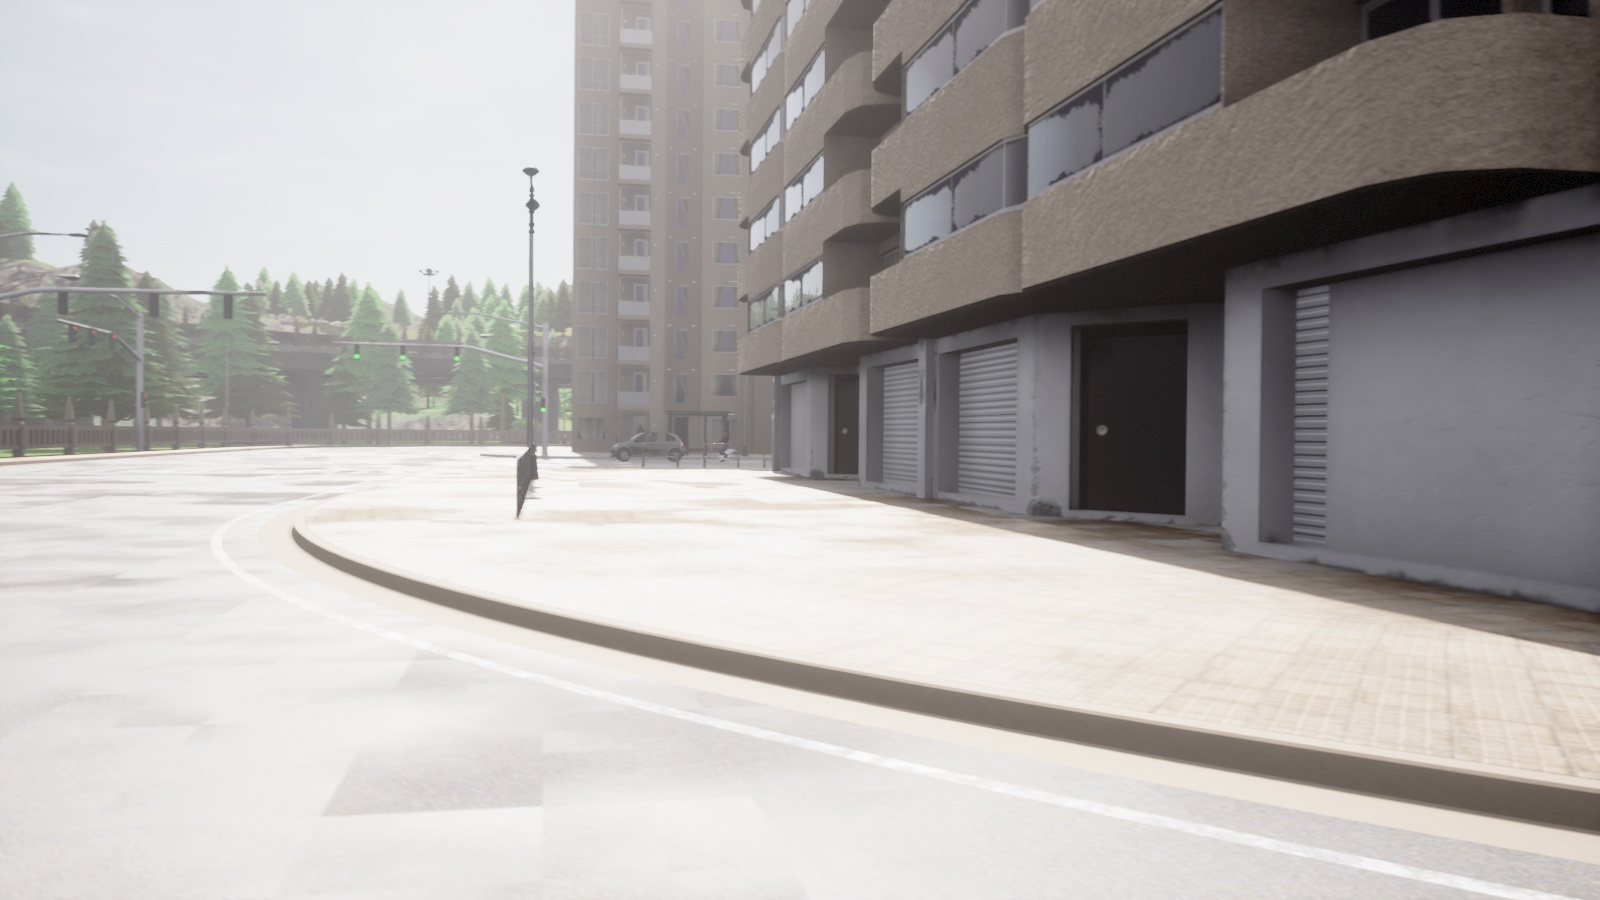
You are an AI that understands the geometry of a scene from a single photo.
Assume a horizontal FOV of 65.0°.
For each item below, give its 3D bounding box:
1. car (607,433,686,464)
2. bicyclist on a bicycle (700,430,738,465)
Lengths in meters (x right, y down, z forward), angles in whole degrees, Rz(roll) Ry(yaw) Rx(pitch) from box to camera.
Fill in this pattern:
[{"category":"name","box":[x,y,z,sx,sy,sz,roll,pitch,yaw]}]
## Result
[{"category":"car","box":[-8.194,-0.090,66.929,3.988,1.617,1.851,-1,1,-12]},{"category":"bicyclist on a bicycle","box":[-4.147,-0.117,64.239,1.843,1.776,0.659,0,1,-13]}]
